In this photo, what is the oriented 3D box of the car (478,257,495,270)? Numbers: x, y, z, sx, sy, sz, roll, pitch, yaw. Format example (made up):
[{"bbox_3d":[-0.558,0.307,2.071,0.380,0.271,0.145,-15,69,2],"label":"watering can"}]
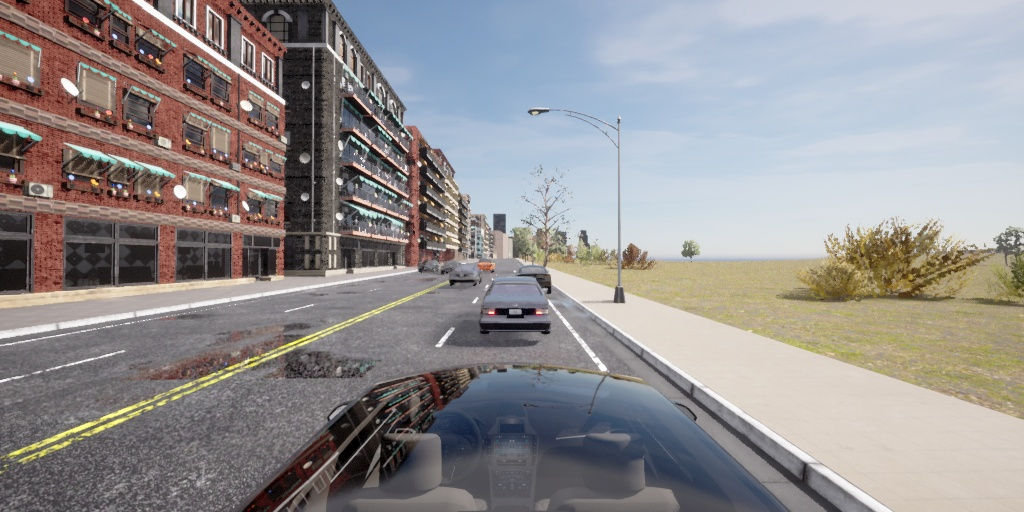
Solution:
[{"bbox_3d":[-3.188,1.108,44.219,2.097,1.767,4.553,0,0,0],"label":"car"}]

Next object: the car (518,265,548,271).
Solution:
[{"bbox_3d":[1.119,1.232,20.326,1.882,1.535,5.008,0,0,0],"label":"car"}]

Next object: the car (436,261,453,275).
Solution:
[{"bbox_3d":[-6.637,1.260,39.446,1.837,1.490,4.892,0,0,0],"label":"car"}]

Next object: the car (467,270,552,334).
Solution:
[{"bbox_3d":[0.094,1.300,10.563,2.033,1.411,5.357,0,0,0],"label":"car"}]

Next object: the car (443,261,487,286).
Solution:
[{"bbox_3d":[-3.172,1.302,25.246,2.033,1.411,5.357,0,0,0],"label":"car"}]

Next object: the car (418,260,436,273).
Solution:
[{"bbox_3d":[-9.889,1.260,43.042,1.837,1.490,4.892,0,0,0],"label":"car"}]
